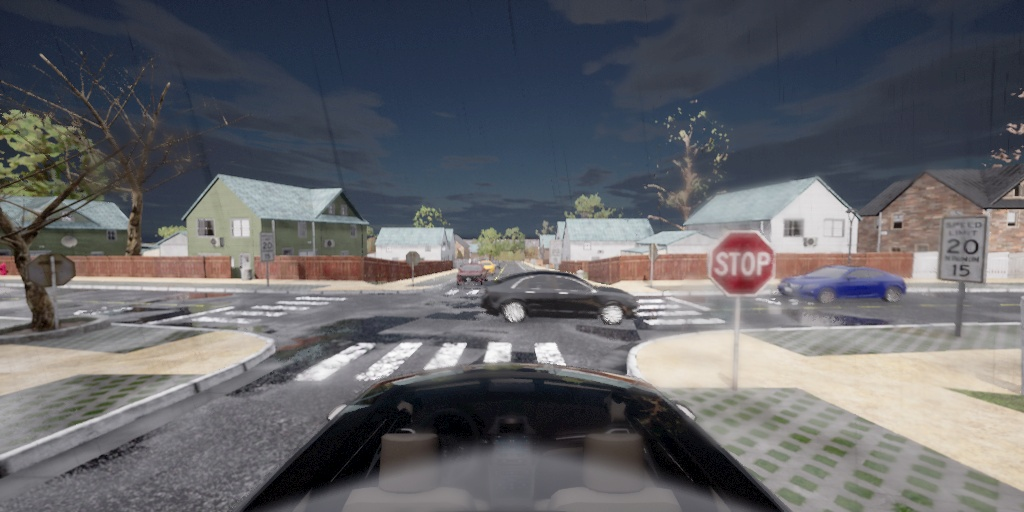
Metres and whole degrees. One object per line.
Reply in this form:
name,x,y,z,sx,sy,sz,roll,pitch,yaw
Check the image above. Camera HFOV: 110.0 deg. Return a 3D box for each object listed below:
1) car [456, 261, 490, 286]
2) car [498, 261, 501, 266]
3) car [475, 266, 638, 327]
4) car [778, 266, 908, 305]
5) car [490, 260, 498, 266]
car,-2.892,1.297,26.462,1.882,1.535,5.008,0,0,0
car,-2.875,1.459,59.889,2.128,1.511,4.902,0,0,0
car,1.448,1.251,11.335,4.892,1.490,1.837,1,3,-1
car,13.729,1.137,14.944,4.674,1.442,1.812,0,3,-4
car,-2.915,1.348,40.108,1.882,1.535,5.008,0,0,0
